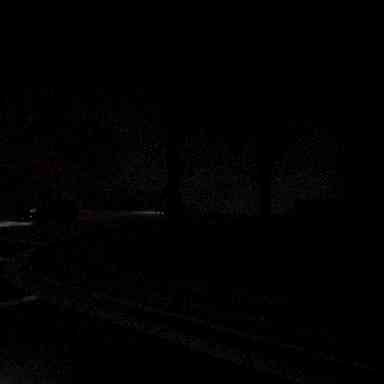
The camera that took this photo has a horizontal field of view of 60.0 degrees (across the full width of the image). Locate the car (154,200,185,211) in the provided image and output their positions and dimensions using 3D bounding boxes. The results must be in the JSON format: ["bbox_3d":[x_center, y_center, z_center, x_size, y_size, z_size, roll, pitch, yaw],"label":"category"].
[{"bbox_3d":[-2.684,1.598,40.730,1.812,1.442,4.674,0,0,34],"label":"car"}]

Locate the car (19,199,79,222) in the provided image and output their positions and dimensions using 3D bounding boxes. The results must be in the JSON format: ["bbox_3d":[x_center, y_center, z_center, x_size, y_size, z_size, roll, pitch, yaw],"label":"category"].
[{"bbox_3d":[-11.718,1.424,27.371,2.097,1.767,4.553,0,0,34],"label":"car"}]
